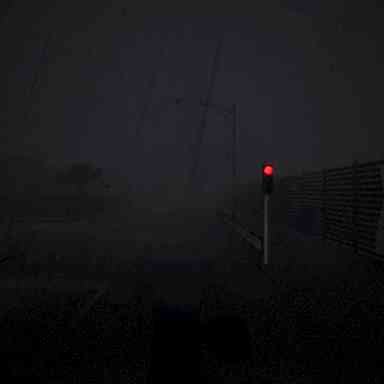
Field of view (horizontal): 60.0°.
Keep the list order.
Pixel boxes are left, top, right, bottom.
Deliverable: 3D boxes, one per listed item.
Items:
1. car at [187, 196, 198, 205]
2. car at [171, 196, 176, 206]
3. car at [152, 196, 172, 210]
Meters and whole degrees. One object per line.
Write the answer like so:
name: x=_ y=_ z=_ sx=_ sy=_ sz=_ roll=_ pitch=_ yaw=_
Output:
car: x=0.103 y=1.605 z=63.188 sx=1.837 sy=1.490 sz=4.892 roll=0 pitch=0 yaw=0
car: x=-4.005 y=1.562 z=53.462 sx=1.882 sy=1.535 sz=5.008 roll=0 pitch=0 yaw=0
car: x=-4.028 y=1.633 z=43.390 sx=1.994 sy=1.385 sz=4.181 roll=0 pitch=0 yaw=0
